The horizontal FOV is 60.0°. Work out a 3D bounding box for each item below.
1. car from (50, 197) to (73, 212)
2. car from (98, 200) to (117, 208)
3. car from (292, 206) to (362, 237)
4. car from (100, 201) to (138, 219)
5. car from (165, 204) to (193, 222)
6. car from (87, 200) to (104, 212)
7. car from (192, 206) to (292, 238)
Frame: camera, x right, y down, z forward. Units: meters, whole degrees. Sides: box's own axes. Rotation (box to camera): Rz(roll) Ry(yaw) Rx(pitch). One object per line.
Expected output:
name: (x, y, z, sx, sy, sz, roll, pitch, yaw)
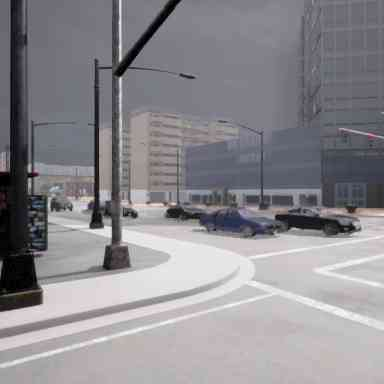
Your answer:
car: (-19.120, 1.813, 48.581, 2.150, 2.045, 5.566, 0, -1, -36)
car: (-15.863, 2.281, 62.138, 1.994, 1.385, 4.181, 0, -1, -36)
car: (6.856, 1.553, 18.663, 2.128, 1.511, 4.902, 0, 0, -37)
car: (-6.705, 1.837, 31.316, 1.994, 1.385, 4.181, 0, -1, -36)
car: (-0.635, 1.760, 28.911, 1.994, 1.385, 4.181, 0, -1, -36)
car: (-12.834, 1.848, 45.783, 2.097, 1.767, 4.553, 0, -1, -35)
car: (2.561, 1.629, 18.549, 2.033, 1.411, 5.357, 0, -1, -36)
